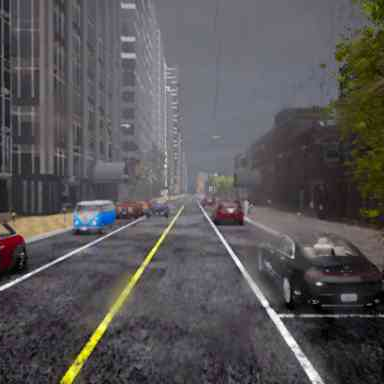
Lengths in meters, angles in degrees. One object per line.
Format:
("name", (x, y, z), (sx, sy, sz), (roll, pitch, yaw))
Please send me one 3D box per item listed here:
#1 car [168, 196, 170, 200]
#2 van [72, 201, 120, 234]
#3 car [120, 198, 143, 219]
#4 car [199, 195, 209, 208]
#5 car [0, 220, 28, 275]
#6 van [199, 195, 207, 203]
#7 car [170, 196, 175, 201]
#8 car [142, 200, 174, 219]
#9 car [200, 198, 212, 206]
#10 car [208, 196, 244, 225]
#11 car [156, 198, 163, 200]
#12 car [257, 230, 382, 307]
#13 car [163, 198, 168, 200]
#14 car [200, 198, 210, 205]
("car", (-5.717, 1.804, 63.810), (1.752, 1.417, 4.829), (-1, 0, 0))
("van", (-5.709, 1.428, 19.703), (1.690, 1.788, 3.998), (-1, 0, 0))
("car", (-5.712, 1.450, 30.772), (2.192, 1.841, 5.009), (-1, 0, 0))
("car", (2.663, 1.546, 52.903), (2.192, 1.841, 5.009), (-1, 0, 0))
("car", (-5.717, 1.476, 7.905), (1.967, 1.590, 4.097), (-1, 0, 0))
("van", (2.657, 1.692, 80.574), (1.690, 1.788, 3.998), (-1, 0, 0))
("car", (-5.725, 1.839, 91.655), (1.967, 1.590, 4.097), (-1, 0, 0))
("car", (-3.020, 1.699, 30.584), (1.994, 1.385, 4.181), (0, 0, 1))
("car", (2.664, 1.845, 63.970), (1.947, 1.339, 4.313), (-1, 0, 0))
("car", (2.669, 1.426, 25.230), (2.192, 1.841, 5.009), (-1, 0, 0))
("car", (-5.713, 1.752, 47.376), (1.887, 1.381, 4.507), (-1, 0, 0))
("car", (2.689, 1.586, 7.890), (2.008, 1.369, 4.403), (-1, 0, 0))
("car", (-5.716, 1.780, 58.275), (1.752, 1.417, 4.829), (-1, 0, 0))
("car", (2.663, 1.885, 69.504), (1.802, 1.307, 4.206), (-1, 0, 0))
